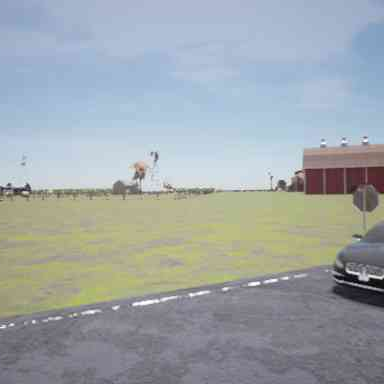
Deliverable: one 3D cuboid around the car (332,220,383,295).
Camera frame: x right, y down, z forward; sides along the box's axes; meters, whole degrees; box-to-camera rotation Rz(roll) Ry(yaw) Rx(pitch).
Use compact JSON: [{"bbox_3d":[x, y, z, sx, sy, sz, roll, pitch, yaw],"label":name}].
[{"bbox_3d":[5.250,1.384,7.899,4.892,1.490,1.837,-1,0,-37],"label":"car"}]
